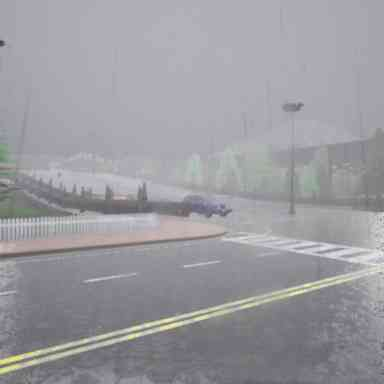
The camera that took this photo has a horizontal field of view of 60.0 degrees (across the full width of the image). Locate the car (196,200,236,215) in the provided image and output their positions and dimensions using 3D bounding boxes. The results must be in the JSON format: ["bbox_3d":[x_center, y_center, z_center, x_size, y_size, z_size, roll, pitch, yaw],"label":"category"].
[{"bbox_3d":[2.514,1.659,35.934,1.994,1.385,4.181,0,0,-37],"label":"car"}]

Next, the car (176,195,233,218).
[{"bbox_3d":[1.169,1.304,31.889,2.150,2.045,5.566,0,0,-37],"label":"car"}]

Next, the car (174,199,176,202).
[{"bbox_3d":[-3.062,1.487,43.394,2.033,1.411,5.357,0,2,-37],"label":"car"}]

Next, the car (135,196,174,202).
[{"bbox_3d":[-4.507,1.519,39.479,1.812,1.442,4.674,0,1,-37],"label":"car"}]

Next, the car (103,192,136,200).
[{"bbox_3d":[-10.342,0.884,47.333,2.097,1.767,4.553,0,4,-36],"label":"car"}]

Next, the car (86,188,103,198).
[{"bbox_3d":[-16.314,0.156,55.472,1.812,1.442,4.674,0,6,-36],"label":"car"}]

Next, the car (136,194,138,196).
[{"bbox_3d":[-8.644,0.965,50.902,2.033,1.411,5.357,0,4,-37],"label":"car"}]
